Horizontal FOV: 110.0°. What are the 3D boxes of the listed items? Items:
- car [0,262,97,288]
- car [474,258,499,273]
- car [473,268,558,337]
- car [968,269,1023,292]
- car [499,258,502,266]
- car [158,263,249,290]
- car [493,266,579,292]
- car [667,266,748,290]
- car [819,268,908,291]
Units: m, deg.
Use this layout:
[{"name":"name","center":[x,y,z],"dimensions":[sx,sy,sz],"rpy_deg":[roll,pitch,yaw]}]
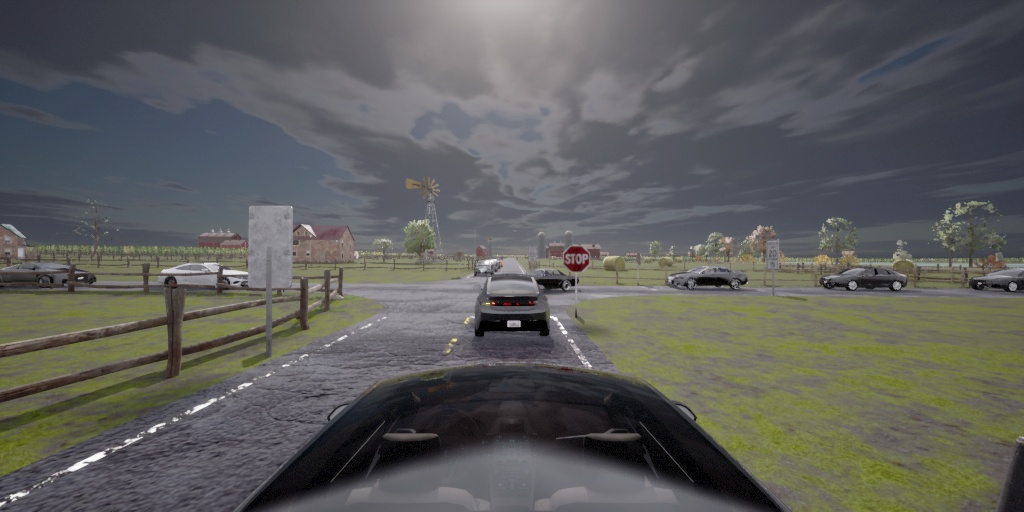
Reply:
[{"name":"car","center":[-26.346,1.048,20.218],"dimensions":[4.181,1.385,1.994],"rpy_deg":[1,-1,-1]},{"name":"car","center":[-2.825,1.243,37.048],"dimensions":[2.128,1.511,4.902],"rpy_deg":[0,0,0]},{"name":"car","center":[-0.065,1.256,10.359],"dimensions":[1.837,1.490,4.892],"rpy_deg":[0,0,-3]},{"name":"car","center":[33.591,1.604,23.916],"dimensions":[4.892,1.490,1.837],"rpy_deg":[0,-1,-1]},{"name":"car","center":[-2.809,1.241,46.494],"dimensions":[2.128,1.511,4.902],"rpy_deg":[0,0,0]},{"name":"car","center":[-17.226,1.103,20.332],"dimensions":[4.674,1.442,1.812],"rpy_deg":[1,-1,-1]},{"name":"car","center":[1.517,1.369,20.403],"dimensions":[4.718,1.301,1.895],"rpy_deg":[1,0,-35]},{"name":"car","center":[12.819,1.397,23.621],"dimensions":[4.902,1.511,2.128],"rpy_deg":[1,-1,-2]},{"name":"car","center":[23.203,1.509,23.796],"dimensions":[4.892,1.490,1.837],"rpy_deg":[1,-1,-1]}]
